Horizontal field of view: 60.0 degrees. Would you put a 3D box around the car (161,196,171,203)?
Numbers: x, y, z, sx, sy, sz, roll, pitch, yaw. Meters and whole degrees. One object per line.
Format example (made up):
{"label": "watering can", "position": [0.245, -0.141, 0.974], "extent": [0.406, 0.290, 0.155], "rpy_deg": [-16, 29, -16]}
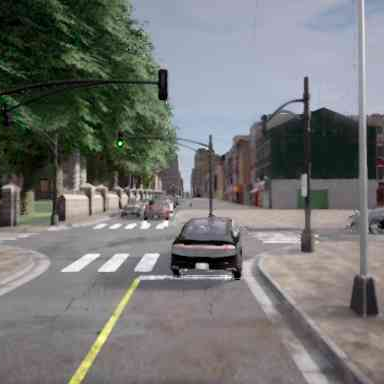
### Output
{"label": "car", "position": [-6.071, 1.680, 76.753], "extent": [1.967, 1.590, 4.097], "rpy_deg": [1, 0, -1]}

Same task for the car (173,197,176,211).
{"label": "car", "position": [-3.108, 1.600, 37.793], "extent": [1.812, 1.442, 4.674], "rpy_deg": [0, 0, -1]}

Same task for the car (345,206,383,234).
{"label": "car", "position": [11.007, 1.454, 18.180], "extent": [4.902, 1.511, 2.128], "rpy_deg": [-1, -1, 0]}

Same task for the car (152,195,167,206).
{"label": "car", "position": [-5.888, 1.470, 60.404], "extent": [2.192, 1.841, 5.009], "rpy_deg": [1, 0, -1]}

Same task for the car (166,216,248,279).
{"label": "car", "position": [0.624, 1.498, 10.147], "extent": [2.128, 1.511, 4.902], "rpy_deg": [0, 0, 9]}

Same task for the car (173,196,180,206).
{"label": "car", "position": [-3.220, 1.597, 47.824], "extent": [2.128, 1.511, 4.902], "rpy_deg": [0, 0, 0]}

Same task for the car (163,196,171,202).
{"label": "car", "position": [-6.131, 1.798, 82.033], "extent": [1.752, 1.417, 4.829], "rpy_deg": [1, 0, -1]}

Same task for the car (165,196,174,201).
{"label": "car", "position": [-6.253, 1.897, 93.101], "extent": [2.008, 1.369, 4.403], "rpy_deg": [1, 0, -1]}

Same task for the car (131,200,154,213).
{"label": "car", "position": [-5.653, 1.627, 38.603], "extent": [2.008, 1.369, 4.403], "rpy_deg": [1, 0, -1]}

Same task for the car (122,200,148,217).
{"label": "car", "position": [-5.647, 1.588, 33.442], "extent": [1.752, 1.417, 4.829], "rpy_deg": [1, 0, -1]}

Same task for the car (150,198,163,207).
{"label": "car", "position": [-5.833, 1.713, 54.953], "extent": [1.802, 1.307, 4.206], "rpy_deg": [1, 0, -1]}

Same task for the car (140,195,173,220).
{"label": "car", "position": [-2.975, 1.404, 28.834], "extent": [2.097, 1.767, 4.553], "rpy_deg": [0, 0, -2]}

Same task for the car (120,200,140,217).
{"label": "car", "position": [-5.602, 1.609, 31.468], "extent": [2.008, 1.369, 4.403], "rpy_deg": [1, 0, -1]}

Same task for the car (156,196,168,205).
{"label": "car", "position": [-5.950, 1.621, 65.853], "extent": [1.967, 1.590, 4.097], "rpy_deg": [1, 0, -1]}

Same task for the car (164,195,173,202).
{"label": "car", "position": [-6.188, 1.624, 87.654], "extent": [2.192, 1.841, 5.009], "rpy_deg": [1, 0, -1]}

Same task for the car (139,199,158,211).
{"label": "car", "position": [-5.713, 1.658, 44.053], "extent": [1.947, 1.339, 4.313], "rpy_deg": [1, 0, -1]}
